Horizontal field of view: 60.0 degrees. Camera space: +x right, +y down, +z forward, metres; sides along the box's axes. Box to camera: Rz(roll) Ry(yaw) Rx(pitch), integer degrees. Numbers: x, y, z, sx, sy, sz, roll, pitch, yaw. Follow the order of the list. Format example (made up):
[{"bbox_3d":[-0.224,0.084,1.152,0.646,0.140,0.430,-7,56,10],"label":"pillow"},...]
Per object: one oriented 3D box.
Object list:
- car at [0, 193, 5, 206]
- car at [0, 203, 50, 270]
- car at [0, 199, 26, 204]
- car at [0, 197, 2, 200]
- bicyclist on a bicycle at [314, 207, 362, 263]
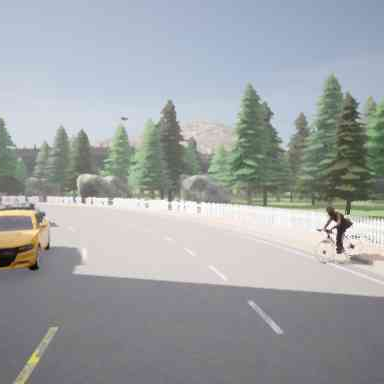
[{"bbox_3d":[-25.985,0.929,41.366,5.008,1.535,1.882,0,1,21],"label":"car"},{"bbox_3d":[-5.573,1.338,10.335,1.882,1.535,5.008,0,1,-19],"label":"car"},{"bbox_3d":[-10.314,1.328,20.322,1.895,1.301,4.718,-1,1,-35],"label":"car"},{"bbox_3d":[-23.584,1.058,36.789,5.357,1.411,2.033,0,1,26],"label":"car"},{"bbox_3d":[4.309,1.238,9.875,1.656,1.620,0.582,-7,3,-13],"label":"bicyclist on a bicycle"}]
